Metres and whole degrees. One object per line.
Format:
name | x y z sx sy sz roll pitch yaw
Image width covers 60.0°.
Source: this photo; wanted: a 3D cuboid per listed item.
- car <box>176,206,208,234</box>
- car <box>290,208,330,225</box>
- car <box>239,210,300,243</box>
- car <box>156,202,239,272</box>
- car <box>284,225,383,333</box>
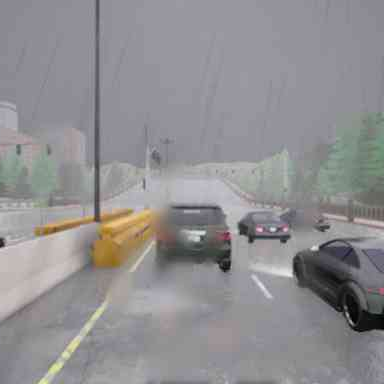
car | -0.008 1.712 21.881 1.837 1.490 4.892 0 -1 0
car | 6.994 1.748 21.330 2.033 1.411 5.357 0 -1 0
car | 3.518 1.708 17.011 2.033 1.411 5.357 0 -1 0
car | 0.046 1.331 11.353 2.150 2.045 5.566 0 0 0
car | 3.568 1.629 6.934 1.994 1.385 4.181 0 -1 0
